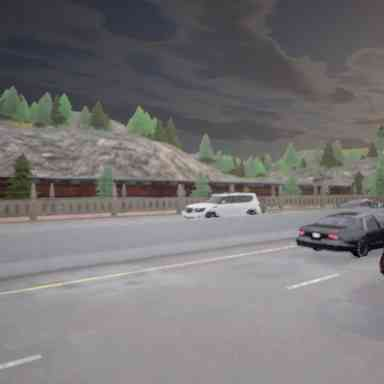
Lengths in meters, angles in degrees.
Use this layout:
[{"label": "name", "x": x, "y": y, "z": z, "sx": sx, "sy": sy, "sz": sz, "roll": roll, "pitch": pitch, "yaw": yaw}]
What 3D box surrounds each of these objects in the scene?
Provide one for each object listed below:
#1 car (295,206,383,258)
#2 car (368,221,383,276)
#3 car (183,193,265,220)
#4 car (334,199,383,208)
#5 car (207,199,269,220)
[{"label": "car", "x": 6.180, "y": 1.439, "z": 12.247, "sx": 5.357, "sy": 1.411, "sz": 2.033, "roll": -1, "pitch": 0, "yaw": -33}, {"label": "car", "x": 6.564, "y": 1.474, "z": 8.282, "sx": 4.181, "sy": 1.385, "sz": 1.994, "roll": -1, "pitch": 0, "yaw": -34}, {"label": "car", "x": 2.103, "y": 1.097, "z": 22.245, "sx": 5.566, "sy": 2.045, "sz": 2.150, "roll": -1, "pitch": 0, "yaw": -32}, {"label": "car", "x": 11.783, "y": 1.302, "z": 23.638, "sx": 4.892, "sy": 1.490, "sz": 1.837, "roll": -1, "pitch": 0, "yaw": -27}, {"label": "car", "x": 3.795, "y": 1.348, "z": 27.268, "sx": 4.892, "sy": 1.490, "sz": 1.837, "roll": -1, "pitch": 0, "yaw": -30}]
